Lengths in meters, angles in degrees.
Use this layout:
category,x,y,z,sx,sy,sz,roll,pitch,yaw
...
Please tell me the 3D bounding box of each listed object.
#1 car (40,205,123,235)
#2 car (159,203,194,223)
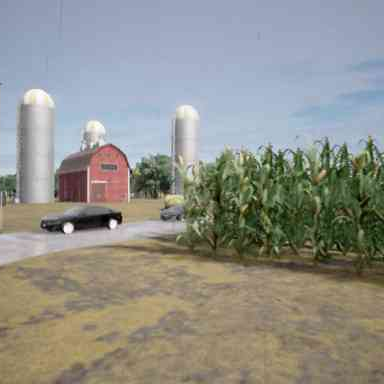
category,x,y,z,sx,sy,sz,roll,pitch,yaw
car,-6.437,1.539,19.849,1.882,1.535,5.008,1,0,37
car,-0.678,1.661,27.770,1.837,1.490,4.892,1,0,36
